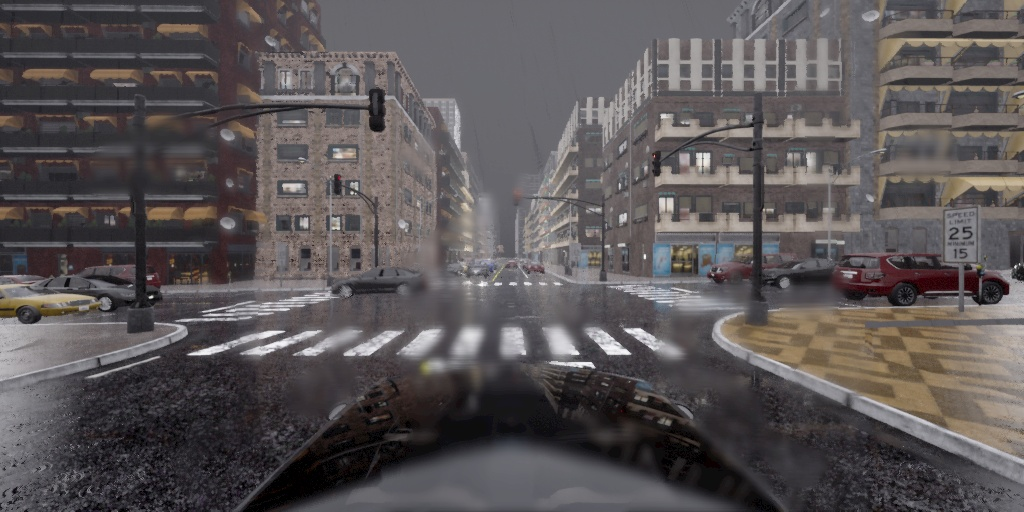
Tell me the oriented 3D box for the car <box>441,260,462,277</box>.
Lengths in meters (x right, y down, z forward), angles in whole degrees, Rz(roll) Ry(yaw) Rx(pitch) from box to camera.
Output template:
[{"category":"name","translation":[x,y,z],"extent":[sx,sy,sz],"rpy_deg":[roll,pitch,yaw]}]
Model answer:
[{"category":"car","translation":[-5.765,1.322,35.109],"extent":[1.948,1.339,4.313],"rpy_deg":[0,0,0]}]

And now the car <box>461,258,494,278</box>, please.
[{"category":"car","translation":[-3.172,1.247,33.985],"extent":[2.128,1.511,4.902],"rpy_deg":[0,0,0]}]

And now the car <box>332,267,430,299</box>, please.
[{"category":"car","translation":[-6.760,1.348,18.666],"extent":[4.892,1.490,1.837],"rpy_deg":[-1,0,-1]}]

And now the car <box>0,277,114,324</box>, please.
[{"category":"car","translation":[-17.654,1.585,12.756],"extent":[4.829,1.417,1.751],"rpy_deg":[0,0,-1]}]

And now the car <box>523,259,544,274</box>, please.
[{"category":"car","translation":[2.603,1.198,40.812],"extent":[1.967,1.591,4.097],"rpy_deg":[0,0,0]}]

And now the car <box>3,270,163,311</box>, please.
[{"category":"car","translation":[-17.898,1.560,15.340],"extent":[4.892,1.490,1.837],"rpy_deg":[-1,0,-1]}]

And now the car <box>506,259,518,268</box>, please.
[{"category":"car","translation":[-0.029,1.294,59.268],"extent":[1.812,1.442,4.674],"rpy_deg":[0,0,0]}]

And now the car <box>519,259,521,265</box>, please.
[{"category":"car","translation":[2.564,1.348,57.860],"extent":[1.802,1.307,4.207],"rpy_deg":[0,0,0]}]

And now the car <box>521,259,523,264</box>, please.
[{"category":"car","translation":[2.590,1.200,46.495],"extent":[1.967,1.591,4.097],"rpy_deg":[0,0,0]}]

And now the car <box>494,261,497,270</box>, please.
[{"category":"car","translation":[-3.192,1.237,43.407],"extent":[1.882,1.535,5.008],"rpy_deg":[0,0,0]}]

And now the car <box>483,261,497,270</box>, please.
[{"category":"car","translation":[-3.208,1.365,53.404],"extent":[1.895,1.301,4.718],"rpy_deg":[0,0,0]}]

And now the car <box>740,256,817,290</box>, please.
[{"category":"car","translation":[15.290,0.913,18.909],"extent":[5.008,1.535,1.882],"rpy_deg":[-1,0,-1]}]

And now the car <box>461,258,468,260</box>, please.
[{"category":"car","translation":[-5.777,1.283,40.621],"extent":[1.751,1.417,4.829],"rpy_deg":[0,0,0]}]

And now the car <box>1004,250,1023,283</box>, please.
[{"category":"car","translation":[29.871,0.514,19.064],"extent":[4.553,1.767,2.097],"rpy_deg":[-1,0,-1]}]

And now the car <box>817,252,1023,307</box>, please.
[{"category":"car","translation":[14.685,0.775,13.112],"extent":[5.009,1.841,2.192],"rpy_deg":[0,0,-1]}]

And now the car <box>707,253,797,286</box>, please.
[{"category":"car","translation":[14.532,0.759,21.490],"extent":[5.009,1.841,2.192],"rpy_deg":[0,0,-1]}]

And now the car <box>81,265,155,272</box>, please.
[{"category":"car","translation":[-23.642,1.462,21.038],"extent":[5.009,1.841,2.192],"rpy_deg":[0,0,-1]}]
